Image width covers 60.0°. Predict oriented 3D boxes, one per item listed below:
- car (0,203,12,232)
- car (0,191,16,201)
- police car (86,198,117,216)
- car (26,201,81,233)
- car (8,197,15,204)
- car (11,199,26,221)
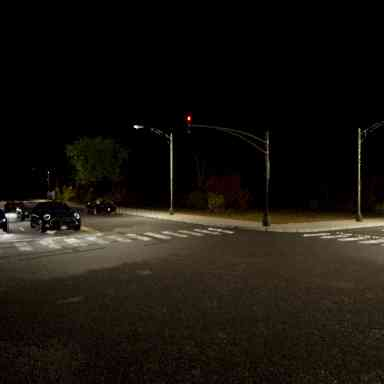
[{"bbox_3d":[-11.959,1.532,19.540,1.812,1.442,4.674,0,0,-33],"label":"car"},{"bbox_3d":[-28.102,0.834,50.306,2.150,2.045,5.566,0,0,-33],"label":"car"},{"bbox_3d":[-9.177,1.420,33.244,1.930,1.638,5.238,0,0,-33],"label":"police car"},{"bbox_3d":[-8.240,1.355,19.906,2.097,1.767,4.553,0,0,-35],"label":"car"},{"bbox_3d":[-19.873,1.600,37.569,1.895,1.301,4.718,0,0,-33],"label":"car"},{"bbox_3d":[-13.483,1.549,27.800,2.033,1.411,5.357,0,0,-33],"label":"car"}]
